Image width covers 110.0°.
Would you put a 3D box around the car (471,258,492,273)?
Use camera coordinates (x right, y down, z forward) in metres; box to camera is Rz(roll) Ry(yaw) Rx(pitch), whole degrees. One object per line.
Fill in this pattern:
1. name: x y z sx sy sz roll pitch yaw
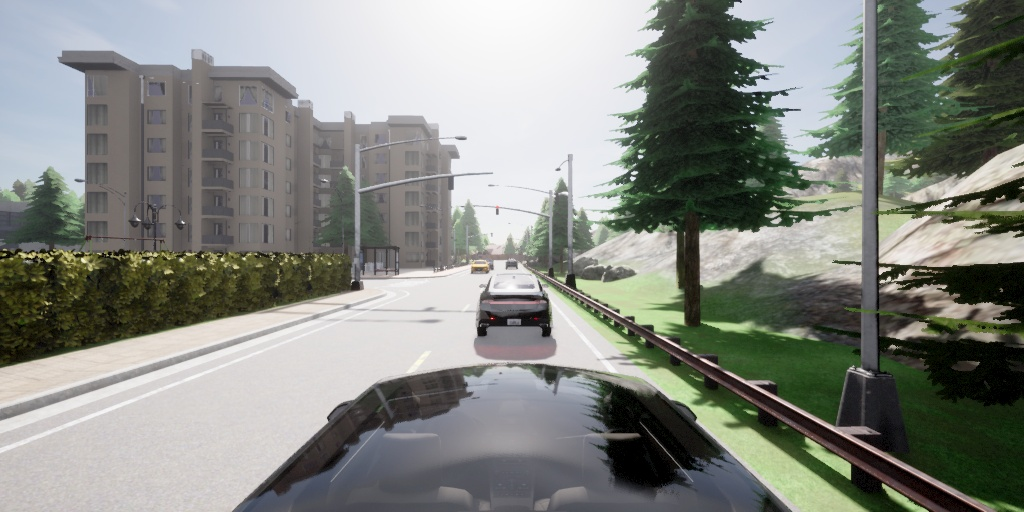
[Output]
1. car: -3.698 1.228 42.302 1.882 1.535 5.008 0 0 0

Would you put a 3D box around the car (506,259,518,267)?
1. car: -0.040 1.254 57.434 1.837 1.490 4.892 0 0 0

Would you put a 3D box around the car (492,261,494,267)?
1. car: -3.713 1.102 51.913 2.097 1.767 4.553 0 0 0

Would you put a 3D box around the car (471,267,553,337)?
1. car: 0.057 1.242 10.312 2.128 1.511 4.902 0 0 0
